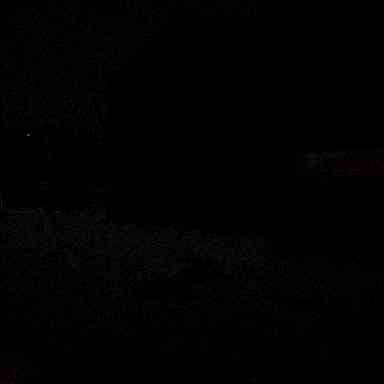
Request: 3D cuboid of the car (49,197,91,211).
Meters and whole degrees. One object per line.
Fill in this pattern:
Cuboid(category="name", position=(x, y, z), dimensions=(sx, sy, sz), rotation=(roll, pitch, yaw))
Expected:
Cuboid(category="car", position=(-14.145, 1.343, 38.638), dimensions=(1.882, 1.535, 5.008), rotation=(0, 0, 36))
